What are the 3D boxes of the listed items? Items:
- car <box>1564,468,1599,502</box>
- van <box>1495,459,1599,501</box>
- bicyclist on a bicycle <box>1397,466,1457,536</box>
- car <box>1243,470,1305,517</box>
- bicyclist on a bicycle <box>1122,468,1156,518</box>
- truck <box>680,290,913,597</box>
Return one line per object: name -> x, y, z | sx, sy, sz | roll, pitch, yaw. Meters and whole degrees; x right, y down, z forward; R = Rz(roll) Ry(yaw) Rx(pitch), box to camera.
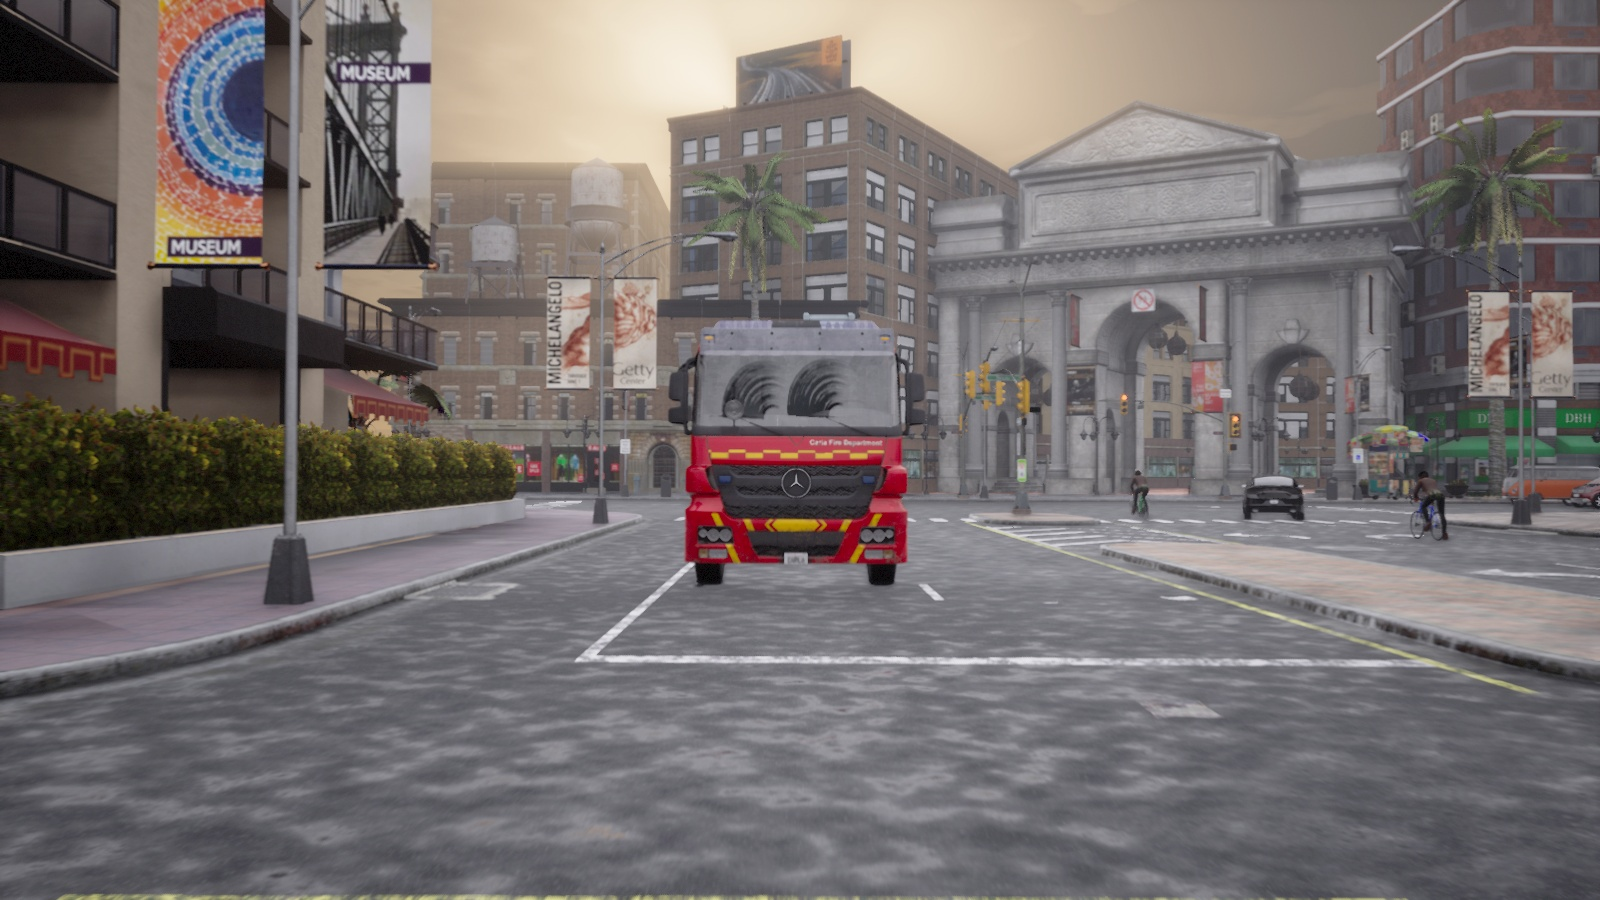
car -> 37.576, 1.612, 57.840 | 3.705, 1.549, 1.789 | 0, -1, 0
van -> 36.656, 1.447, 61.295 | 4.442, 1.987, 1.775 | 0, -1, 0
bicyclist on a bicycle -> 14.926, 1.209, 29.930 | 0.582, 1.620, 1.656 | 0, -1, 0
car -> 16.432, 1.457, 43.632 | 1.882, 1.535, 5.008 | -1, -1, 20
bicyclist on a bicycle -> 11.292, 1.424, 41.868 | 0.582, 1.620, 1.656 | -1, -1, -4
truck -> -0.054, -0.016, 19.923 | 2.891, 3.827, 8.468 | 0, -1, 0
